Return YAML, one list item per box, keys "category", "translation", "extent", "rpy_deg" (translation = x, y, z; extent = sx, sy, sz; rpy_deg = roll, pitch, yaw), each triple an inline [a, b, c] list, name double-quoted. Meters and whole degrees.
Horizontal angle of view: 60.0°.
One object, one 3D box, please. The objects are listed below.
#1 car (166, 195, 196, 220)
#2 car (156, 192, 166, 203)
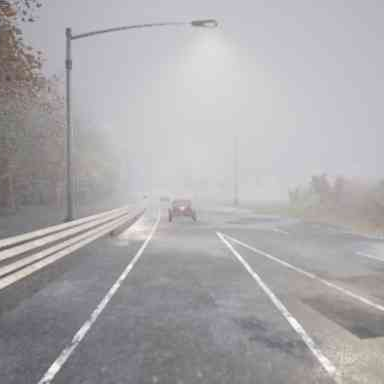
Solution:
- category: "car"
  translation: [-0.887, 1.278, 27.096]
  extent: [2.097, 1.767, 4.553]
  rpy_deg: [0, 0, -4]
- category: "car"
  translation: [-5.327, 1.211, 63.152]
  extent: [1.882, 1.535, 5.008]
  rpy_deg: [0, 0, -10]
